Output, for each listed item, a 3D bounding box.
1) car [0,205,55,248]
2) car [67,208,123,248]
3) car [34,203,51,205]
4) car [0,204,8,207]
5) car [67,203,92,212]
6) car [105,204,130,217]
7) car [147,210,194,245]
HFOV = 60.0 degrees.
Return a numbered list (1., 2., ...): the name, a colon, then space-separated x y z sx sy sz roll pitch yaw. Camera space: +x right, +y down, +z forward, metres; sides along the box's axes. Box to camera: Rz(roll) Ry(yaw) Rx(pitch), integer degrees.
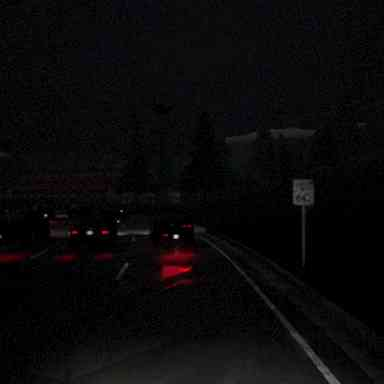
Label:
1. car: -8.063 1.627 15.587 1.882 1.535 5.008 0 0 -11
2. car: -4.504 1.696 15.716 2.033 1.411 5.357 0 -1 -10
3. car: -14.054 1.803 31.107 1.837 1.490 4.892 0 0 -32
4. car: -17.056 1.772 29.309 2.128 1.511 4.902 0 -1 -32
5. car: -11.053 1.819 32.930 1.837 1.490 4.892 0 0 -31
6. car: -8.058 1.892 34.744 1.994 1.385 4.181 0 -1 -32
7. car: -1.117 1.664 16.622 1.837 1.490 4.892 0 0 -10
